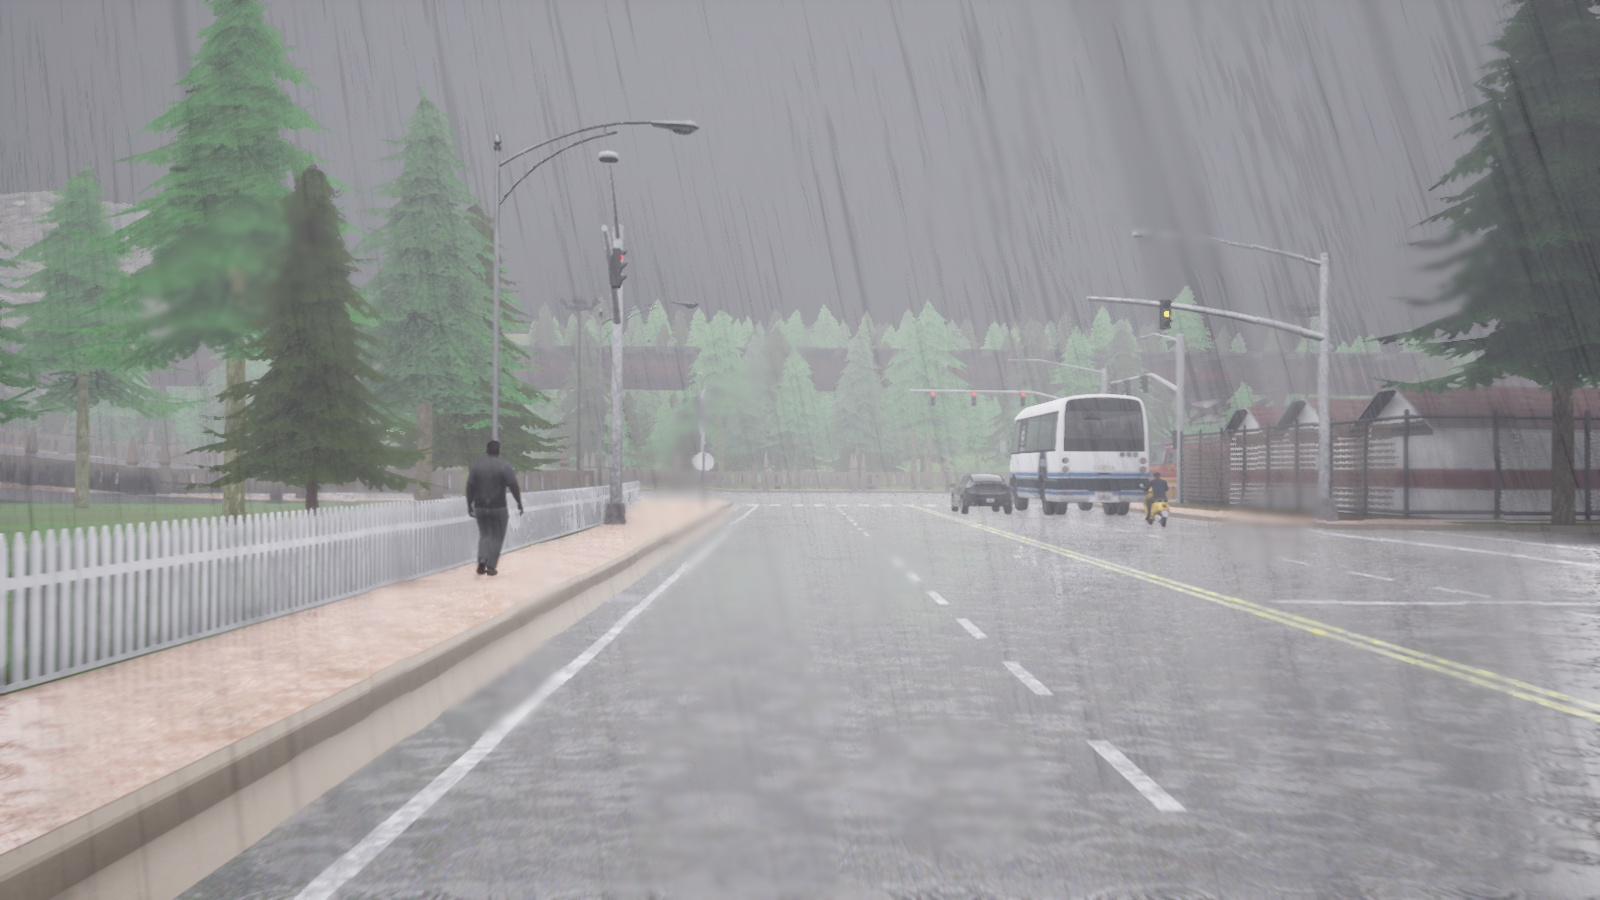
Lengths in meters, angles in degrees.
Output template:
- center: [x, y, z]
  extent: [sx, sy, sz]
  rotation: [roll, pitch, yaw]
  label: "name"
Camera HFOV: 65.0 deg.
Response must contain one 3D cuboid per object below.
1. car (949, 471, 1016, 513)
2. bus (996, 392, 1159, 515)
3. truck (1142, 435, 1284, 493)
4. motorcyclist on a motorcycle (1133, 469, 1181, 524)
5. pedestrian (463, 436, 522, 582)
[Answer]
- center: [6.883, 1.590, 47.839]
  extent: [1.837, 1.490, 4.892]
  rotation: [0, -2, 0]
  label: "car"
- center: [10.375, 0.207, 48.418]
  extent: [3.944, 4.253, 10.273]
  rotation: [0, -1, 0]
  label: "bus"
- center: [27.498, 0.943, 83.823]
  extent: [8.468, 3.827, 2.891]
  rotation: [0, -1, -2]
  label: "truck"
- center: [10.410, 1.341, 36.720]
  extent: [0.866, 1.590, 1.817]
  rotation: [0, -1, 0]
  label: "motorcyclist on a motorcycle"
- center: [-4.049, 0.767, 16.577]
  extent: [0.563, 1.883, 0.849]
  rotation: [0, -1, 0]
  label: "pedestrian"
